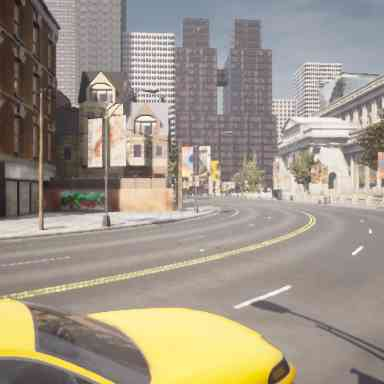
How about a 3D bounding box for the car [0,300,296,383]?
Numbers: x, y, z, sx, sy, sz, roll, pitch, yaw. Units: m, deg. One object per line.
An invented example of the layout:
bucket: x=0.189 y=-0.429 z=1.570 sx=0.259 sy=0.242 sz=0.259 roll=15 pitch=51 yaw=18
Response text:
car: x=-1.506 y=1.448 z=2.207 sx=5.366 sy=1.575 sz=1.801 roll=0 pitch=0 yaw=-36
